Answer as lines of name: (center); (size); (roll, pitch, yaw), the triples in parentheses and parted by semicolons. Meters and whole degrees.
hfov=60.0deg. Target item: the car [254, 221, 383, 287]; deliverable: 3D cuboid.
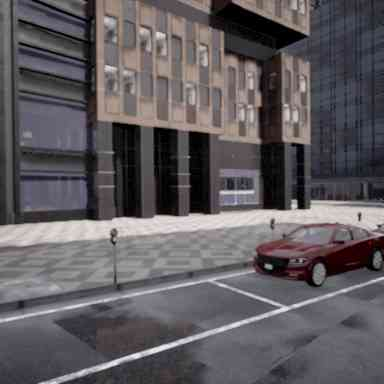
car: (3.670, 1.542, 9.279); (4.507, 1.381, 1.887); (0, -1, -35)
